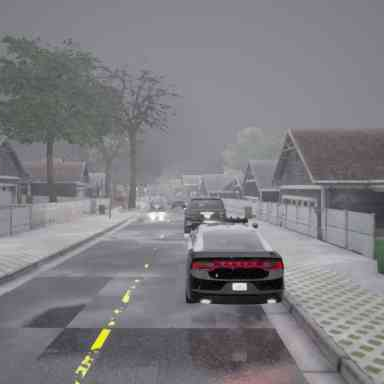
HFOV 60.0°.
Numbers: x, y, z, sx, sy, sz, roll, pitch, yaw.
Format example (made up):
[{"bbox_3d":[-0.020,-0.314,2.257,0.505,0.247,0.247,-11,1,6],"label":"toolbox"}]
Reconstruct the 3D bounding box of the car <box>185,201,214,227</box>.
[{"bbox_3d":[0.423,1.494,24.467,1.801,1.575,5.366,0,0,-2],"label":"car"}]

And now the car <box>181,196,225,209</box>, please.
[{"bbox_3d":[0.645,1.250,18.279,2.150,2.045,5.566,0,0,-2],"label":"car"}]

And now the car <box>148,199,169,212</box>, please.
[{"bbox_3d":[-4.285,1.612,41.060,2.128,1.511,4.902,0,0,-5],"label":"car"}]

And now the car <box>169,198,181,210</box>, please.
[{"bbox_3d":[-1.992,1.662,46.824,1.837,1.490,4.892,0,0,-5],"label":"car"}]

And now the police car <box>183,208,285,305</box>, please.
[{"bbox_3d":[0.809,1.430,8.306,1.930,1.638,5.238,0,0,0],"label":"police car"}]

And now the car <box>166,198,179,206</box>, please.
[{"bbox_3d":[-3.735,1.852,61.864,2.033,1.411,5.357,0,-1,-8],"label":"car"}]
